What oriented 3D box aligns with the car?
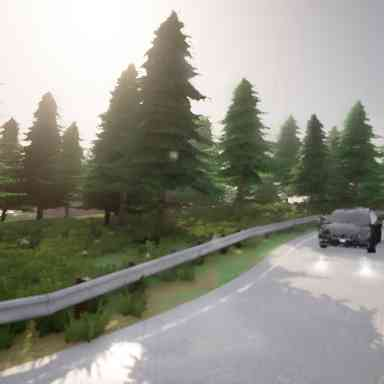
[{"bbox_3d":[6.404,1.384,13.270,1.837,1.490,4.892,0,0,33],"label":"car"}]
